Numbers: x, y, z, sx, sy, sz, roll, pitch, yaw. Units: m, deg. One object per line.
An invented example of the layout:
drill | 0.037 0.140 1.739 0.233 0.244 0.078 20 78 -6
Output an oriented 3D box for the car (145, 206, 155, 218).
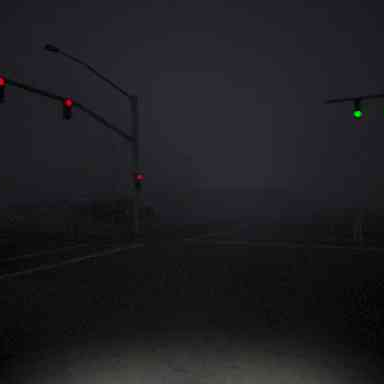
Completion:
car | -5.669 1.626 32.497 3.866 1.878 1.905 -1 -1 26

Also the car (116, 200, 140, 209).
car | -11.595 2.254 60.367 3.905 1.438 1.784 -1 -1 26

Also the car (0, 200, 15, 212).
car | -31.275 2.566 54.315 3.806 1.475 1.970 -1 -1 26

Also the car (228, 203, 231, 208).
car | 4.130 1.921 52.771 3.806 1.475 1.970 -1 -1 26

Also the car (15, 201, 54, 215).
car | -20.201 2.236 42.542 3.806 1.475 1.970 -1 -1 26

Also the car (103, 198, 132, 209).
car | -12.919 2.038 57.791 4.605 1.855 1.932 -1 -1 26

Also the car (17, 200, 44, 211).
car | -28.891 2.338 59.360 4.605 1.855 1.932 -1 -1 26

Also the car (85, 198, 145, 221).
car | -6.980 1.617 29.916 4.605 1.855 1.932 -1 -1 26

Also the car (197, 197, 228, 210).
car | 2.854 1.675 50.173 3.866 1.878 1.905 -1 -1 26
